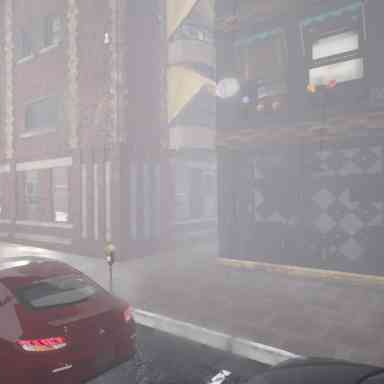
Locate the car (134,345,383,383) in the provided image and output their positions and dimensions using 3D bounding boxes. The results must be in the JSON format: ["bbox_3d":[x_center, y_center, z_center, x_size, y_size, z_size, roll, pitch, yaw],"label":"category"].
[{"bbox_3d":[2.006,1.566,1.418,4.313,1.339,1.947,0,-1,35],"label":"car"}]

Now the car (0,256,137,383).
[{"bbox_3d":[-2.603,1.583,4.698,4.206,1.307,1.802,0,-1,35],"label":"car"}]
